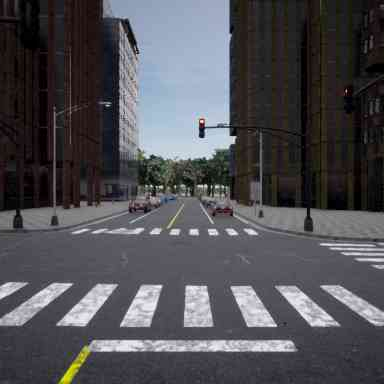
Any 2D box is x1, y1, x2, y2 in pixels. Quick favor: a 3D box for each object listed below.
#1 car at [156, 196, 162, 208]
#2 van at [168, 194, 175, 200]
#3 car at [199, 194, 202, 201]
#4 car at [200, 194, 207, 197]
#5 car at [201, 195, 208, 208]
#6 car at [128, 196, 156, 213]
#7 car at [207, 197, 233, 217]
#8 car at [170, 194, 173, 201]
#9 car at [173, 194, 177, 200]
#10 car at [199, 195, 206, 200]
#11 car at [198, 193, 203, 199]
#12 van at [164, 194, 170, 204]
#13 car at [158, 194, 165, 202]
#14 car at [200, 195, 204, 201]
[{"bbox_3d":[-5.744,1.592,48.058,1.802,1.307,4.206,0,0,0],"label":"car"},{"bbox_3d":[-5.727,1.376,91.559,1.690,1.788,3.998,0,0,0],"label":"van"},{"bbox_3d":[2.788,1.542,64.537,1.752,1.417,4.829,0,0,0],"label":"car"},{"bbox_3d":[2.786,1.559,58.930,1.887,1.381,4.507,0,0,0],"label":"car"},{"bbox_3d":[2.781,1.560,48.055,2.008,1.369,4.403,0,0,0],"label":"car"},{"bbox_3d":[-5.748,1.321,37.183,2.192,1.841,5.009,0,0,0],"label":"car"},{"bbox_3d":[2.775,1.444,31.742,1.967,1.590,4.097,0,0,0],"label":"car"},{"bbox_3d":[-5.735,1.571,69.809,2.008,1.369,4.403,0,0,0],"label":"car"},{"bbox_3d":[-5.729,1.597,86.121,1.947,1.339,4.313,0,0,0],"label":"car"},{"bbox_3d":[2.798,1.561,91.725,1.752,1.417,4.829,0,0,0],"label":"car"},{"bbox_3d":[2.792,1.549,75.412,1.752,1.417,4.829,0,0,0],"label":"car"},{"bbox_3d":[-5.738,1.358,64.371,1.690,1.788,3.998,0,0,0],"label":"van"},{"bbox_3d":[-5.742,1.537,53.326,1.752,1.417,4.829,0,0,0],"label":"car"},{"bbox_3d":[2.784,1.556,53.492,1.887,1.381,4.507,0,0,0],"label":"car"}]
